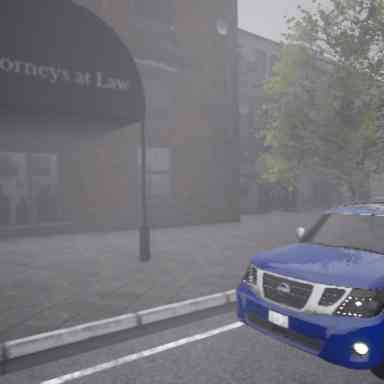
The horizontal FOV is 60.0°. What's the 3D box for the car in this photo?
[{"bbox_3d":[3.322,1.222,5.728,5.566,2.045,2.150,0,0,-35],"label":"car"}]
